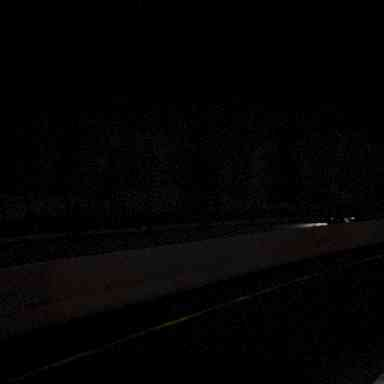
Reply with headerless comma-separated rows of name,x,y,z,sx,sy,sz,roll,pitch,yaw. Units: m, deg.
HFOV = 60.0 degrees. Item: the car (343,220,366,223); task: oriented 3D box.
car,15.139,2.357,32.725,4.181,1.385,1.994,0,-2,-29
